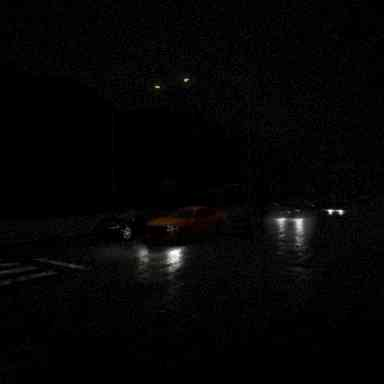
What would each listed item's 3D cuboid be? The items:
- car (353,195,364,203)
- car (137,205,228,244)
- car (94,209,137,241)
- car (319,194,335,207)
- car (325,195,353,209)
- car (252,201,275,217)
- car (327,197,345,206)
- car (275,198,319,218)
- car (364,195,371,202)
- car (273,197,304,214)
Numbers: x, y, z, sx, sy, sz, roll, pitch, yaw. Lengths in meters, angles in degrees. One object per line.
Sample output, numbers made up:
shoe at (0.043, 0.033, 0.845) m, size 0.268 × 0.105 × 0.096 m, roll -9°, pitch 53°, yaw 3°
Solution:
car at (33.132, 1.507, 67.708) m, size 1.947 × 1.339 × 4.313 m, roll 0°, pitch 0°, yaw 35°
car at (-0.106, 1.438, 16.075) m, size 1.882 × 1.535 × 5.008 m, roll 0°, pitch 0°, yaw 35°
car at (-2.826, 1.516, 16.618) m, size 2.008 × 1.369 × 4.403 m, roll 0°, pitch 0°, yaw 35°
car at (20.056, 1.248, 49.129) m, size 2.192 × 1.841 × 5.009 m, roll 0°, pitch 0°, yaw 35°
car at (19.100, 1.403, 43.188) m, size 1.994 × 1.385 × 4.181 m, roll 0°, pitch 0°, yaw 35°
car at (6.980, 1.522, 30.551) m, size 1.802 × 1.307 × 4.206 m, roll 0°, pitch 0°, yaw 35°
car at (23.326, 1.498, 53.774) m, size 1.947 × 1.339 × 4.313 m, roll 0°, pitch 0°, yaw 35°
car at (9.445, 1.440, 29.635) m, size 1.837 × 1.490 × 4.892 m, roll 0°, pitch 1°, yaw 35°
car at (39.571, 1.484, 76.858) m, size 1.752 × 1.417 × 4.829 m, roll 0°, pitch 0°, yaw 35°
car at (10.249, 1.377, 35.196) m, size 1.967 × 1.590 × 4.097 m, roll 0°, pitch 0°, yaw 35°
